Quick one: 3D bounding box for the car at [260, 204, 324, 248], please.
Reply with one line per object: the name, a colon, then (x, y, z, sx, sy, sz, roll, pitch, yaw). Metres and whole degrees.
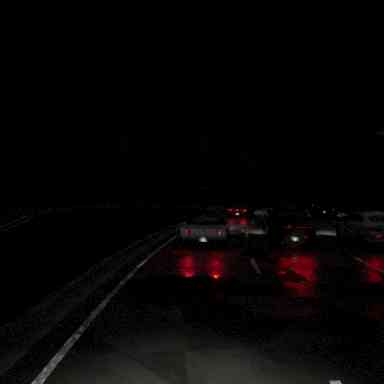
car: (4.223, 1.514, 14.865, 1.837, 1.490, 4.892, 0, 0, 8)

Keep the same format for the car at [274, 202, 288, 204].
car: (7.954, 1.570, 29.702, 1.994, 1.385, 4.181, 0, 0, 19)

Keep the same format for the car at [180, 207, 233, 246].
car: (0.764, 1.613, 15.401, 1.895, 1.301, 4.718, 0, 0, 8)

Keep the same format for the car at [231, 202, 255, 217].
car: (4.654, 1.614, 30.867, 1.895, 1.301, 4.718, 0, 0, 19)

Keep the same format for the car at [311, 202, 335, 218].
car: (11.265, 1.570, 28.566, 1.994, 1.385, 4.181, 0, 0, 19)

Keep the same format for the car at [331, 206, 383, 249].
car: (7.686, 1.530, 14.359, 1.812, 1.442, 4.674, 0, 0, 8)
